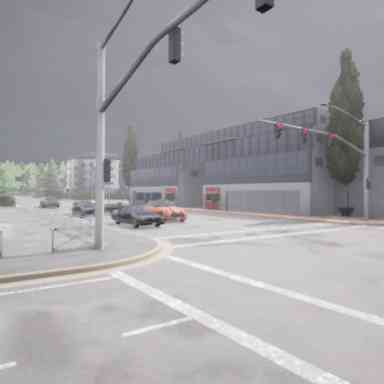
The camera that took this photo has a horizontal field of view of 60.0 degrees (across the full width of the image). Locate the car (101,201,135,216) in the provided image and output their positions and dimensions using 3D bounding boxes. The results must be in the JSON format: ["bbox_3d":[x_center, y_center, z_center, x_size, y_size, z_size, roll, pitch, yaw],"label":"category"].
[{"bbox_3d":[-7.849,1.704,35.136,1.895,1.301,4.718,1,0,-34],"label":"car"}]

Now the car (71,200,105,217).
[{"bbox_3d":[-10.378,1.625,32.621,2.033,1.411,5.357,1,0,-34],"label":"car"}]

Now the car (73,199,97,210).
[{"bbox_3d":[-14.639,1.706,45.312,1.895,1.301,4.718,1,0,-34],"label":"car"}]

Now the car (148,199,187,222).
[{"bbox_3d":[-2.287,1.453,26.892,2.097,1.767,4.553,1,0,-34],"label":"car"}]

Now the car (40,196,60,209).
[{"bbox_3d":[-20.322,1.433,47.566,2.097,1.767,4.553,1,0,-33],"label":"car"}]

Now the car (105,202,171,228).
[{"bbox_3d":[-3.872,1.622,23.001,2.033,1.411,5.357,1,0,-34],"label":"car"}]
